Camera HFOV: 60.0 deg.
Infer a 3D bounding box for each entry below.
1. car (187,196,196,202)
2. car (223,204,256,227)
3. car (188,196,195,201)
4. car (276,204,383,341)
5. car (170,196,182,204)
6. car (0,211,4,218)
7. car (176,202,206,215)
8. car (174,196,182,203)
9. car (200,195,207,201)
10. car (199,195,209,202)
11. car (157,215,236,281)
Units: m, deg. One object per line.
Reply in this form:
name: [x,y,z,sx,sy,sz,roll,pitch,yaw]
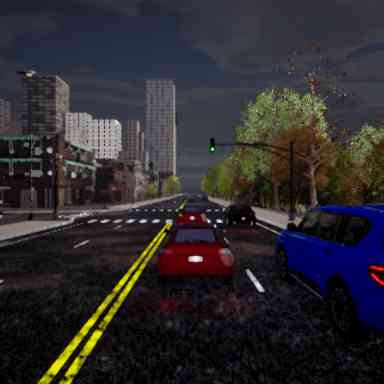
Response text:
car: [-0.115,1.823,81.610,2.033,1.411,5.357,0,0,0]
car: [3.319,1.567,23.903,1.882,1.535,5.008,0,0,0]
car: [-0.128,1.711,92.030,1.994,1.385,4.181,0,0,0]
car: [3.343,1.249,6.699,2.150,2.045,5.566,0,0,0]
car: [-3.349,1.745,66.920,2.128,1.511,4.902,0,0,0]
car: [-19.997,1.932,31.148,4.313,1.339,1.947,-1,1,0]
car: [-0.014,1.652,23.482,1.994,1.385,4.181,0,0,-1]
car: [-3.364,1.790,82.387,1.837,1.490,4.892,0,0,0]
car: [3.122,1.683,92.035,1.812,1.442,4.674,0,0,0]
car: [3.135,1.783,81.615,1.837,1.490,4.892,0,0,0]
car: [0.087,1.600,10.018,1.994,1.385,4.181,0,0,0]
